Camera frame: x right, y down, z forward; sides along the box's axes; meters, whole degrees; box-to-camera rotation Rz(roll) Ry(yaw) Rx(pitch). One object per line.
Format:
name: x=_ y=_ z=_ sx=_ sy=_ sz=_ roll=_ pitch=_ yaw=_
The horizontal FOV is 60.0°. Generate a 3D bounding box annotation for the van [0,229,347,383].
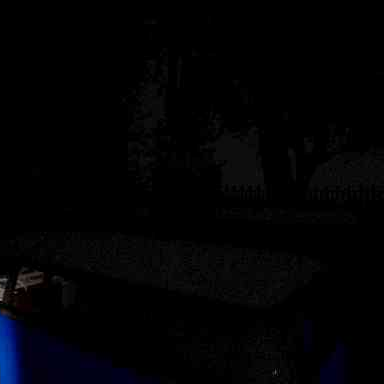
van: x=-0.657 y=1.341 z=3.180 sx=3.998 sy=1.788 sz=1.690 roll=0 pitch=0 yaw=35
